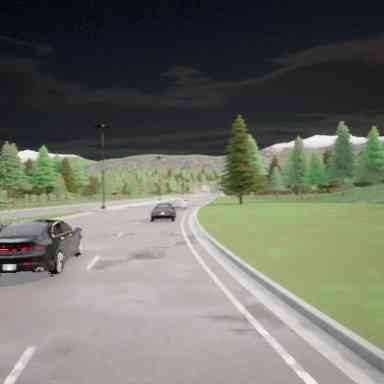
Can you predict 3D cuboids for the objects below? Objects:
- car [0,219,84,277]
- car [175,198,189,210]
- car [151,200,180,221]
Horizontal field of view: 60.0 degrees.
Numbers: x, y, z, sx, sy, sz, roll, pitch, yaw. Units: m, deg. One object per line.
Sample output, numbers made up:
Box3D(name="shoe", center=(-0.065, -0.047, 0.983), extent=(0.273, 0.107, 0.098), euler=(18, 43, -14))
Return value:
Box3D(name="car", center=(-4.767, 1.608, 10.579), extent=(1.837, 1.490, 4.892), euler=(-1, 0, -7))
Box3D(name="car", center=(-1.598, 1.564, 44.347), extent=(1.812, 1.442, 4.674), euler=(-1, 0, 5))
Box3D(name="car", center=(-2.297, 1.615, 27.692), extent=(1.994, 1.385, 4.181), euler=(-1, 0, -1))
